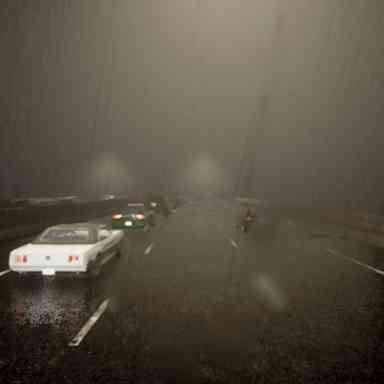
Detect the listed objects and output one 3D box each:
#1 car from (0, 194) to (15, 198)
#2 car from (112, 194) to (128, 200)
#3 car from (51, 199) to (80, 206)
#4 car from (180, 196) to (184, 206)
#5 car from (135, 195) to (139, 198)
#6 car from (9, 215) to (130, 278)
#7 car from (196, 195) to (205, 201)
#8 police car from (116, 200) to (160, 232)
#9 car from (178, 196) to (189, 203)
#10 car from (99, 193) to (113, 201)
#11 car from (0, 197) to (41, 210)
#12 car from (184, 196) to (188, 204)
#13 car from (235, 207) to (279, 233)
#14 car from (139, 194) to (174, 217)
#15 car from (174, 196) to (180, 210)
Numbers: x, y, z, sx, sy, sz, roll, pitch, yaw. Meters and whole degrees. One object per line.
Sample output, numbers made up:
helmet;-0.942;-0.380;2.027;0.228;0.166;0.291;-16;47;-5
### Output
car;-20.718;1.217;35.103;2.150;2.045;5.566;0;0;1
car;-15.833;1.303;75.367;2.097;1.767;4.553;0;0;2
car;-13.690;1.488;36.205;2.128;1.511;4.902;0;0;1
car;-2.660;1.545;53.103;1.812;1.442;4.674;0;0;2
car;-12.240;1.474;77.376;1.994;1.385;4.181;0;0;2
car;-3.358;1.596;10.062;1.895;1.301;4.718;0;0;0
car;2.065;1.481;84.045;2.128;1.511;4.902;0;0;3
police car;-3.373;1.501;20.208;2.038;1.542;4.974;0;0;1
car;-1.836;1.605;75.024;2.033;1.411;5.357;0;0;3
car;-19.314;1.138;75.881;2.150;2.045;5.566;0;0;2
car;-17.234;1.519;34.123;1.812;1.442;4.674;0;0;1
car;-2.282;1.529;64.065;2.128;1.511;4.902;0;0;2
car;3.730;1.563;19.621;1.994;1.385;4.181;0;0;1
car;-3.204;1.221;31.204;2.150;2.045;5.566;0;0;1
car;-2.962;1.463;42.330;1.801;1.575;5.366;0;0;1
